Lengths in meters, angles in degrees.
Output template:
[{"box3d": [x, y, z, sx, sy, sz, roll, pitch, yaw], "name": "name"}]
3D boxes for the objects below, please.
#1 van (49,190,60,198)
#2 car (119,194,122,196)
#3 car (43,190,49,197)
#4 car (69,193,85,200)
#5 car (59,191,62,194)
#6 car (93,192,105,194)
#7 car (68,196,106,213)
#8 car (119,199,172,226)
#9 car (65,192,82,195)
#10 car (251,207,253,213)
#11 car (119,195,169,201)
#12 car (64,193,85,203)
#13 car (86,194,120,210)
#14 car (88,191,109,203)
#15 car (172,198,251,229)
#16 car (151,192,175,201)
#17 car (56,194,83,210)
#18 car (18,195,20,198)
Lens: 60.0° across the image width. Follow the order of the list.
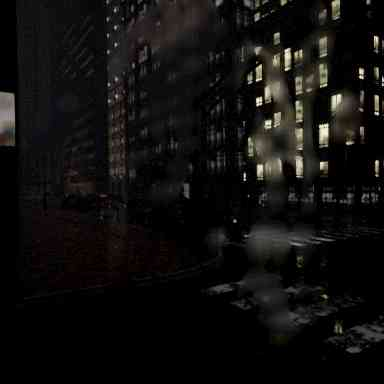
[{"box3d": [-32.542, 0.531, 79.954, 1.690, 1.788, 3.998, -1, 1, -35], "name": "van"}, {"box3d": [-12.037, 1.009, 51.015, 1.837, 1.490, 4.892, -1, 1, -35], "name": "car"}, {"box3d": [-35.745, 0.688, 84.600, 2.008, 1.369, 4.403, -1, 1, -35], "name": "car"}, {"box3d": [-22.933, 0.889, 66.025, 1.887, 1.381, 4.507, -1, 1, -35], "name": "car"}, {"box3d": [-26.136, 0.733, 70.668, 1.967, 1.590, 4.097, -1, 1, -35], "name": "car"}, {"box3d": [-15.009, 1.050, 49.960, 1.837, 1.490, 4.892, -1, 0, -34], "name": "car"}, {"box3d": [-10.590, 1.354, 33.372, 1.947, 1.339, 4.313, -1, 1, -35], "name": "car"}, {"box3d": [-2.957, 1.455, 22.353, 2.008, 1.369, 4.403, -1, 1, -35], "name": "car"}, {"box3d": [-15.941, 1.132, 45.763, 1.837, 1.490, 4.892, -1, 1, -34], "name": "car"}, {"box3d": [3.037, 1.278, 28.305, 1.752, 1.417, 4.829, -1, 1, -35], "name": "car"}, {"box3d": [-4.212, 1.315, 28.671, 1.837, 1.490, 4.892, -1, 1, -35], "name": "car"}, {"box3d": [-20.519, 1.008, 57.961, 2.033, 1.411, 5.357, -1, 1, -35], "name": "car"}, {"box3d": [-10.063, 1.246, 37.171, 1.812, 1.442, 4.674, -1, 1, -35], "name": "car"}, {"box3d": [-16.022, 0.795, 56.731, 2.097, 1.767, 4.553, -1, 1, -35], "name": "car"}, {"box3d": [1.059, 1.382, 21.017, 2.128, 1.511, 4.902, -1, 1, -34], "name": "car"}, {"box3d": [-3.717, 0.963, 38.160, 2.192, 1.841, 5.009, -1, 1, -35], "name": "car"}, {"box3d": [-13.794, 1.289, 38.016, 2.008, 1.369, 4.403, -1, 1, -35], "name": "car"}, {"box3d": [-42.627, 0.717, 79.819, 1.967, 1.590, 4.097, -1, 1, -35], "name": "car"}]
